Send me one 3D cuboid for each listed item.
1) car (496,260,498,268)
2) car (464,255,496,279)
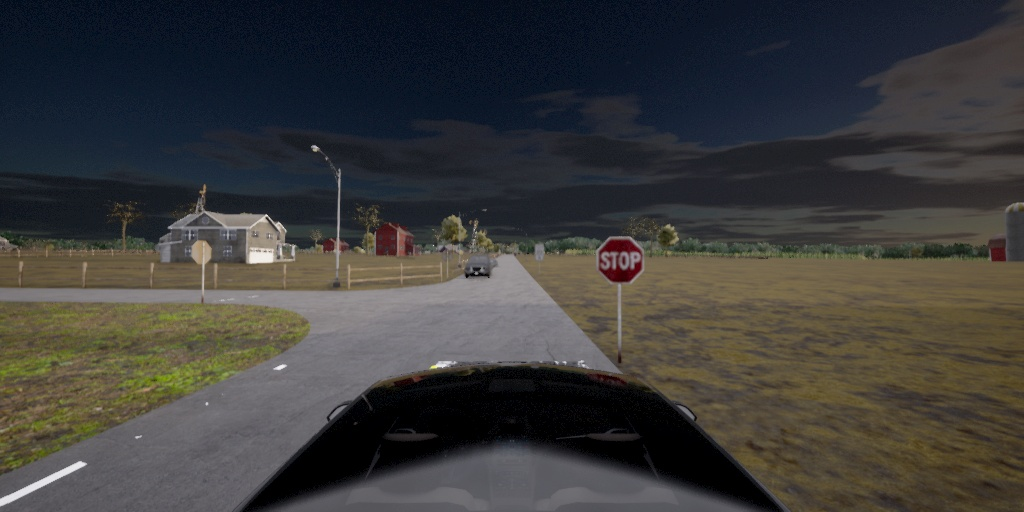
[{"bbox_3d":[-2.973,1.000,50.838,1.994,1.385,4.181,0,1,0],"label":"car"},{"bbox_3d":[-2.867,0.943,31.565,2.150,2.045,5.566,0,2,0],"label":"car"}]
